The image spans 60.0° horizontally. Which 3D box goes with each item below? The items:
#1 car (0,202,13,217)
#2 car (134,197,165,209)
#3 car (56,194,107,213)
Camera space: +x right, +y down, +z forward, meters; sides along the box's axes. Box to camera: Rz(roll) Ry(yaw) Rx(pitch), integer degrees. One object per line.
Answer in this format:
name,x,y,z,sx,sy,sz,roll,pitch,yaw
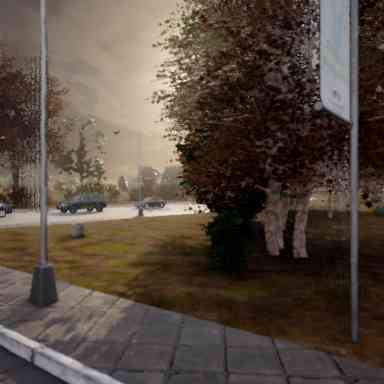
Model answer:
car,-18.358,1.515,29.076,1.837,1.490,4.892,0,0,39
car,-5.705,1.472,45.115,1.837,1.490,4.892,0,0,37
car,-12.116,1.222,36.903,2.150,2.045,5.566,0,0,38
